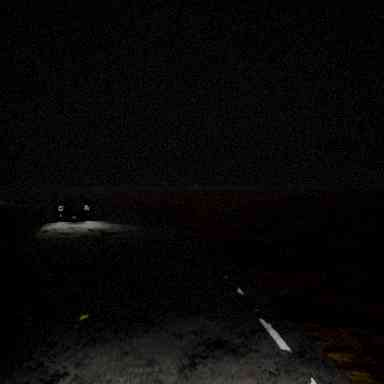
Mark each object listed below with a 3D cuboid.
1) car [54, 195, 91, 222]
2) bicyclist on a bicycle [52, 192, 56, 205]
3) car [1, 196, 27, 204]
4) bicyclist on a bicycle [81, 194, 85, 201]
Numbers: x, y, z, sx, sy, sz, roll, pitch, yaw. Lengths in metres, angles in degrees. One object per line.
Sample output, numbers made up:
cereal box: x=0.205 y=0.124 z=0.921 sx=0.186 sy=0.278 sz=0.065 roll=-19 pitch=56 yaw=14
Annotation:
car: x=-8.430 y=1.024 z=23.249 sx=2.097 sy=1.767 sz=4.553 roll=0 pitch=1 yaw=-25
bicyclist on a bicycle: x=-18.949 y=0.928 z=45.466 sx=1.843 sy=1.776 sz=0.659 roll=0 pitch=0 yaw=45
car: x=-27.843 y=1.206 z=51.777 sx=4.718 sy=1.301 sz=1.895 roll=0 pitch=0 yaw=35
bicyclist on a bicycle: x=-12.596 y=1.013 z=38.241 sx=0.582 sy=1.620 sz=1.656 roll=0 pitch=0 yaw=-37
